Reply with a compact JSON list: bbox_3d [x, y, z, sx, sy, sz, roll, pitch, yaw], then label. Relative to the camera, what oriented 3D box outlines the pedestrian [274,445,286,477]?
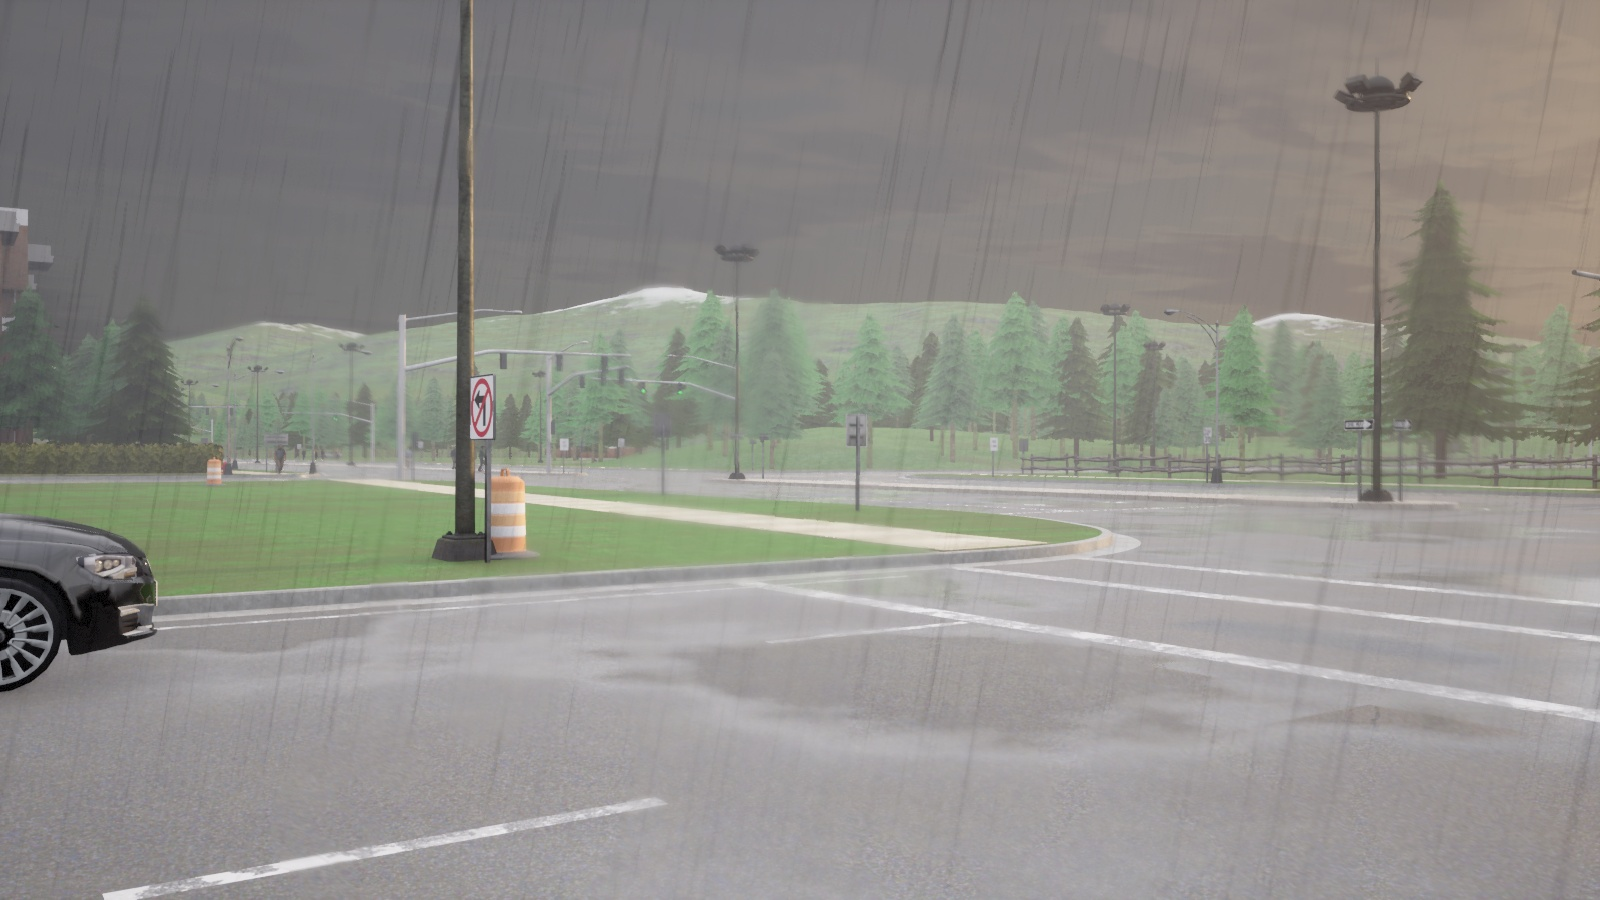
[{"bbox_3d":[-30.520,0.627,73.738,0.540,1.848,0.694,0,0,-32],"label":"pedestrian"}]

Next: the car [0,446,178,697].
[{"bbox_3d":[-6.631,0.734,7.573,4.902,1.511,2.128,0,0,-35],"label":"car"}]
